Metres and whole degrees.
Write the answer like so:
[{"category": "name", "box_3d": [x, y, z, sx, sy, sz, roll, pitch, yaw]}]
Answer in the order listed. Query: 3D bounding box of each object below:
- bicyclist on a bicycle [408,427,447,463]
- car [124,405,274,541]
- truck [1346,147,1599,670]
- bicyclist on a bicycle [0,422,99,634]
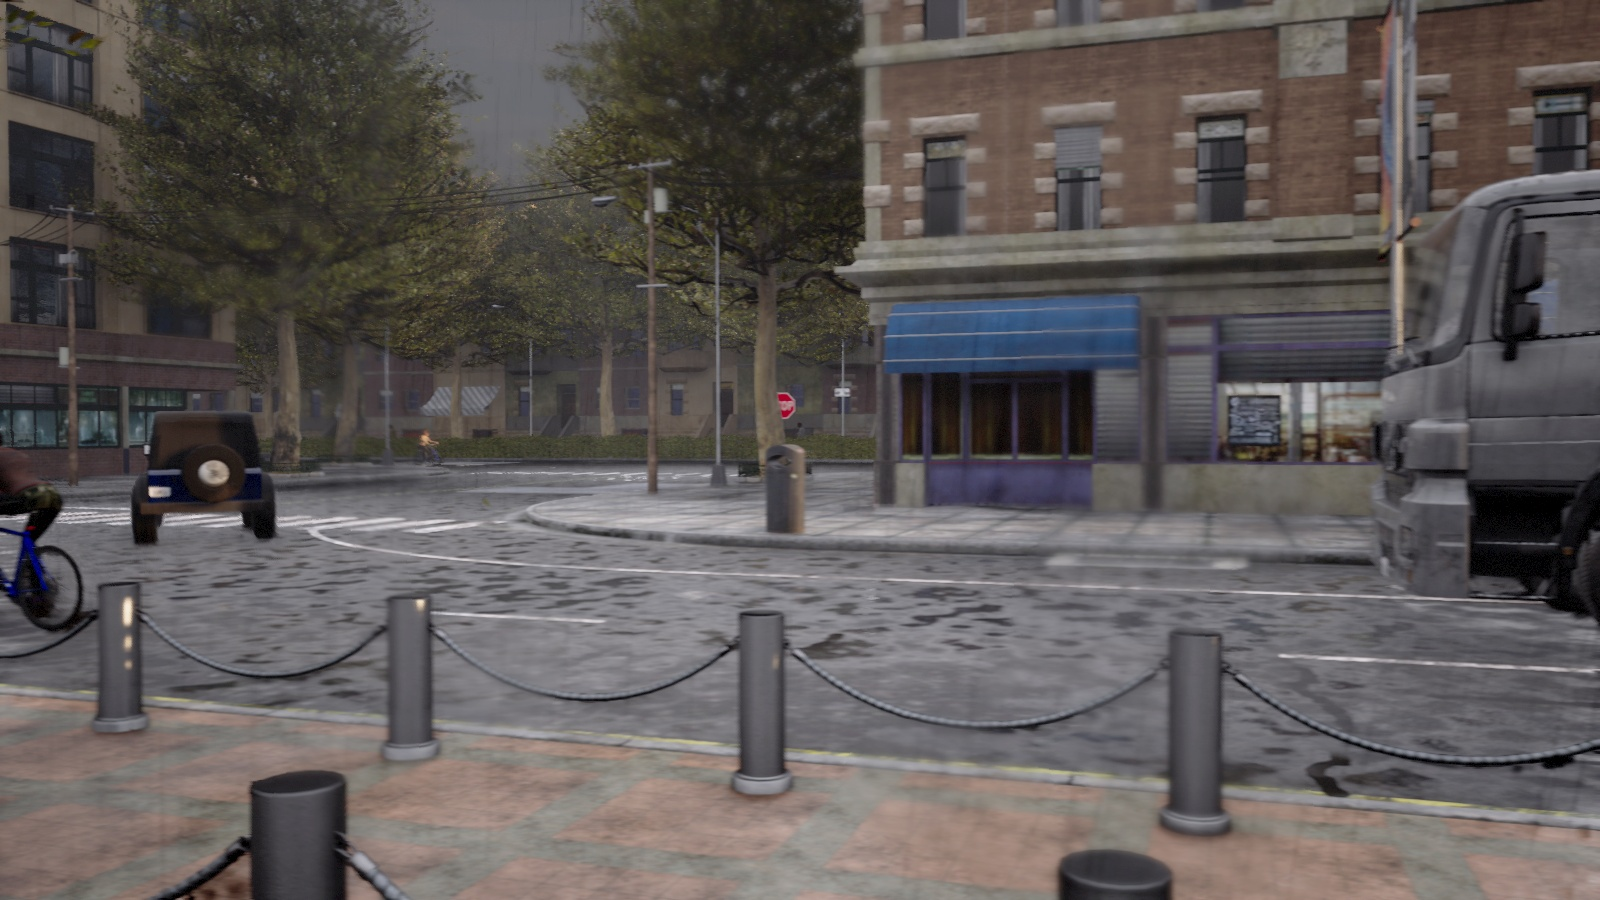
[{"category": "bicyclist on a bicycle", "box_3d": [-17.016, -0.219, 57.387, 1.509, 1.612, 0.866, 1, 1, 21]}, {"category": "car", "box_3d": [-9.296, 0.276, 19.456, 1.905, 1.878, 3.866, 0, 1, -26]}, {"category": "truck", "box_3d": [8.304, -0.265, 8.824, 7.936, 3.462, 2.891, 1, 1, 19]}, {"category": "bicyclist on a bicycle", "box_3d": [-6.554, 0.592, 10.145, 1.656, 1.620, 0.582, 0, 1, 19]}]
